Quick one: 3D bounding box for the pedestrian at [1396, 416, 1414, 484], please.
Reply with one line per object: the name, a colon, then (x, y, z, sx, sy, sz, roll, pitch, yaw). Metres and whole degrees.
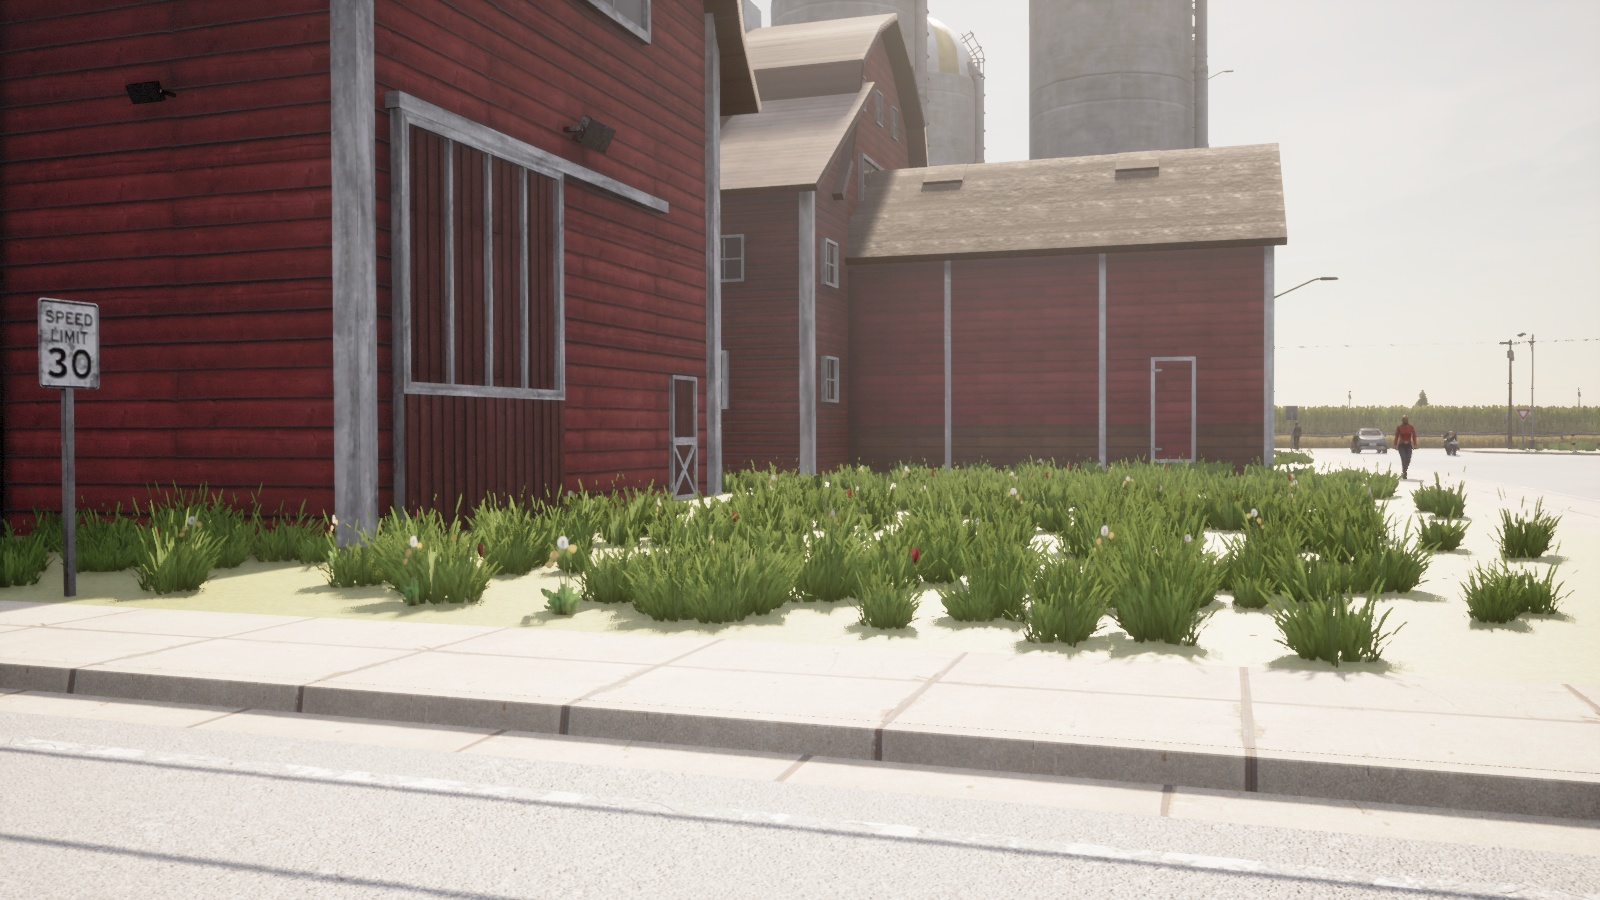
pedestrian: (16.421, -0.002, 34.074, 0.331, 1.846, 0.636, 1, 1, 18)

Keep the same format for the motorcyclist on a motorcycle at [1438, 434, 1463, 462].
motorcyclist on a motorcycle: (36.201, -0.121, 69.870, 0.866, 1.530, 2.191, 1, 1, 18)

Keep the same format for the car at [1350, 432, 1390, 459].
car: (34.483, -0.283, 76.042, 1.789, 1.549, 3.705, 1, 1, 18)

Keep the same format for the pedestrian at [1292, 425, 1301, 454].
pedestrian: (30.667, -0.645, 77.584, 0.328, 1.805, 0.869, 0, 1, 7)
